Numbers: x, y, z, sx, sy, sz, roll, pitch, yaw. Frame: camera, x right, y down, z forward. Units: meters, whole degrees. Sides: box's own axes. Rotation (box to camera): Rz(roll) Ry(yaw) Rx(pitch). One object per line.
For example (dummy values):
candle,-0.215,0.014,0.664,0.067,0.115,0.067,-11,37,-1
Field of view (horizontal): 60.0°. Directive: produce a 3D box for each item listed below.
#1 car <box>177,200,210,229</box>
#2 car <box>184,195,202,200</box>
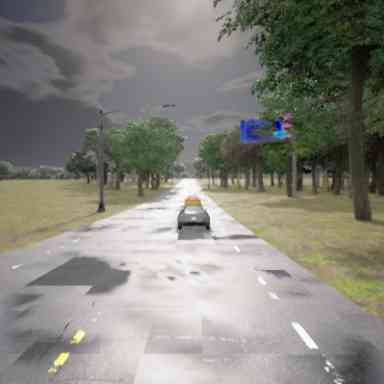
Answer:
car,0.101,1.471,21.048,1.994,1.385,4.181,0,1,0
car,0.103,1.070,38.825,1.882,1.535,5.008,0,1,0
